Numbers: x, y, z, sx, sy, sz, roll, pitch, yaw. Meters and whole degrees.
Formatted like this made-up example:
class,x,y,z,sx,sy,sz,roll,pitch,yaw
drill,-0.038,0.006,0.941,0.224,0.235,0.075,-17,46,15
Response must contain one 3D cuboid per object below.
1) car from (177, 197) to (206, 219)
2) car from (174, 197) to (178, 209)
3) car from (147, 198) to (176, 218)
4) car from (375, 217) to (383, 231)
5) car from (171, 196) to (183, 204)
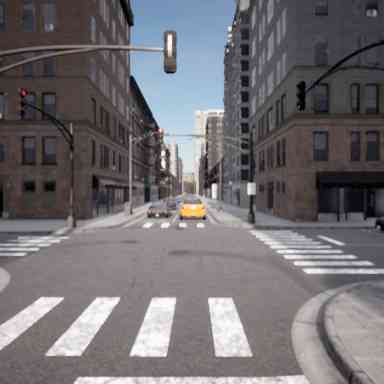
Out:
class,x,y,z,sx,sy,sz,roll,pitch,yaw
car,0.076,1.342,28.880,2.097,1.767,4.553,0,0,0
car,-2.880,1.499,41.420,1.837,1.490,4.892,0,0,0
car,-2.876,1.537,30.198,2.033,1.411,5.357,0,0,0
car,12.352,1.553,18.117,4.313,1.339,1.947,0,0,0
car,-2.817,1.565,63.039,2.033,1.411,5.357,0,0,0
